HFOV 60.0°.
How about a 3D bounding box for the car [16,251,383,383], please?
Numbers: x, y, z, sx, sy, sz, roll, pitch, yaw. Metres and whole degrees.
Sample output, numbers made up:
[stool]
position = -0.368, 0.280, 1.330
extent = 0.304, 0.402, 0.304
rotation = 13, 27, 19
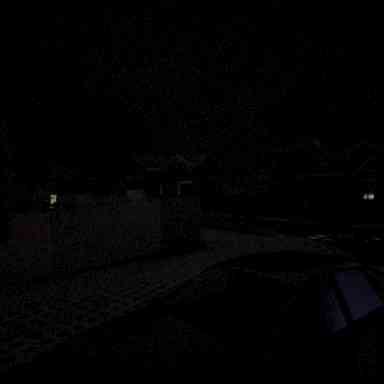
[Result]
[car]
position = 0.968, 1.495, 3.850
extent = 5.357, 1.411, 2.033
rotation = -1, 1, -39
